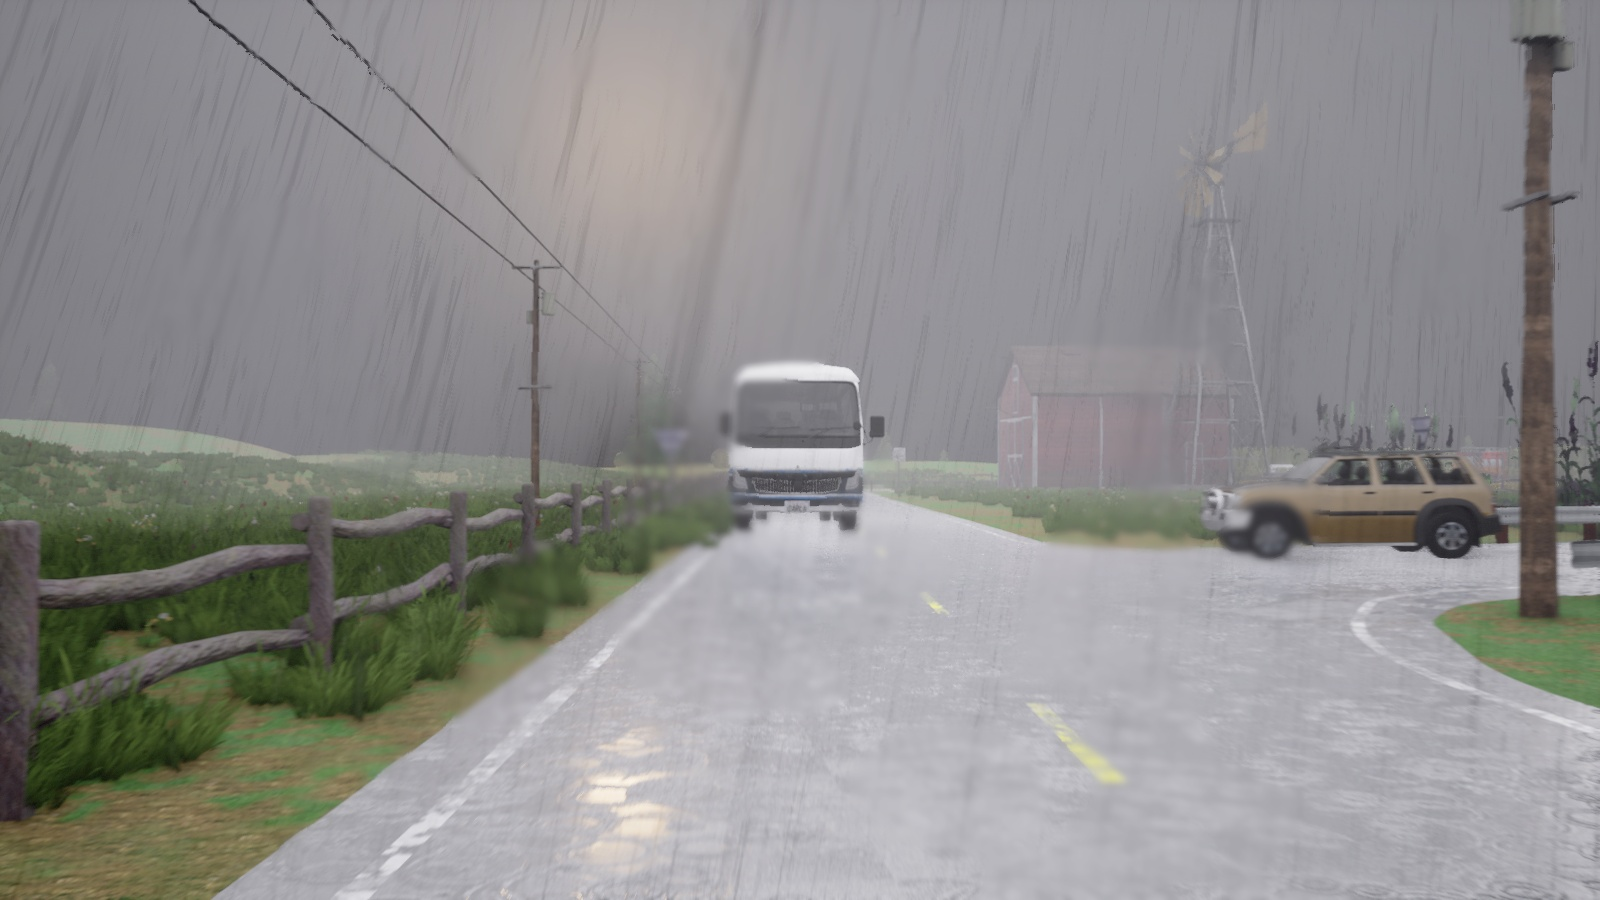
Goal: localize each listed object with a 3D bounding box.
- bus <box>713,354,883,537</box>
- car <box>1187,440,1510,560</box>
[{"bbox_3d":[-0.094,-0.041,34.333,3.944,4.253,10.273,0,-1,-1],"label":"bus"},{"bbox_3d":[9.169,0.818,21.319,4.605,1.855,1.932,-1,0,4],"label":"car"}]
